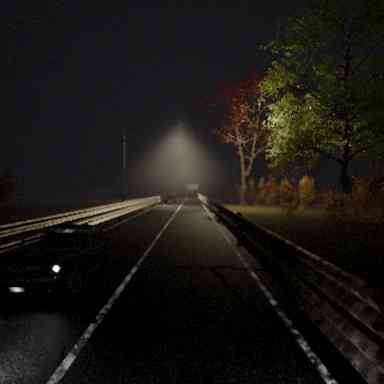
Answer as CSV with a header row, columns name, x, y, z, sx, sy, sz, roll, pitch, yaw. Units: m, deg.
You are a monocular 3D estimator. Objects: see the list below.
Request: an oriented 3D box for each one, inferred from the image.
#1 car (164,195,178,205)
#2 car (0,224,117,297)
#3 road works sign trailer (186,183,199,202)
name,x,y,z,sx,sy,sz,roll,pitch,yaw
car,-3.288,1.212,51.850,1.812,1.442,4.674,0,0,0
car,-3.350,1.548,8.569,1.895,1.301,4.718,0,0,0
road works sign trailer,0.053,0.083,63.003,2.380,3.560,2.880,0,0,0
